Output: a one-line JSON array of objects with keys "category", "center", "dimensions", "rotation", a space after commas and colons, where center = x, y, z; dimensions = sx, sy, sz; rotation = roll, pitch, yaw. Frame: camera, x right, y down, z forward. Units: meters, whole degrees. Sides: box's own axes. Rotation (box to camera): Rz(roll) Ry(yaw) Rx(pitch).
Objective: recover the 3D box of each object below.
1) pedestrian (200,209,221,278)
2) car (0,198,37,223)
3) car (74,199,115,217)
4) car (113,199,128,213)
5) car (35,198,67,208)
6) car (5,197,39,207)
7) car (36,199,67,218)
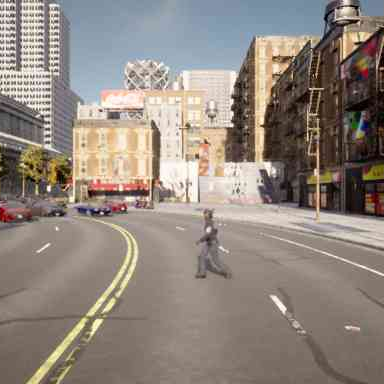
[{"category": "pedestrian", "center": [0.471, 1.294, 8.498], "dimensions": [0.375, 1.860, 0.375], "rotation": [0, 0, -3]}, {"category": "car", "center": [-13.748, 1.477, 25.507], "dimensions": [1.882, 1.535, 5.008], "rotation": [1, 0, -40]}, {"category": "car", "center": [-9.511, 1.601, 31.478], "dimensions": [1.895, 1.301, 4.718], "rotation": [0, 0, -41]}, {"category": "car", "center": [-8.695, 1.526, 35.664], "dimensions": [1.812, 1.442, 4.674], "rotation": [0, 0, -44]}, {"category": "car", "center": [-20.435, 1.595, 48.155], "dimensions": [4.718, 1.301, 1.895], "rotation": [0, 0, 30]}, {"category": "car", "center": [-25.737, 1.520, 50.328], "dimensions": [4.674, 1.452, 2.002], "rotation": [0, 0, 20]}, {"category": "car", "center": [-13.371, 1.547, 30.493], "dimensions": [2.033, 1.411, 5.357], "rotation": [0, 0, -44]}]
